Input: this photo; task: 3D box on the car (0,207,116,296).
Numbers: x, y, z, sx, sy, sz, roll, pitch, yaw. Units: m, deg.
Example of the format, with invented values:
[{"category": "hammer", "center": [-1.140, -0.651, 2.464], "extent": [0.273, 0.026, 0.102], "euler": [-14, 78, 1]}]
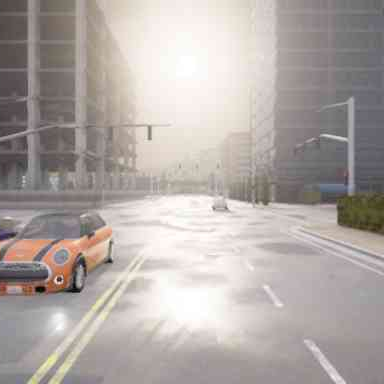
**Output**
[{"category": "car", "center": [-3.523, 1.357, 8.878], "extent": [2.097, 1.767, 4.553], "euler": [0, 0, 0]}]

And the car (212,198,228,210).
[{"category": "car", "center": [3.597, 1.550, 43.694], "extent": [1.812, 1.442, 4.674], "euler": [0, 0, 0]}]
